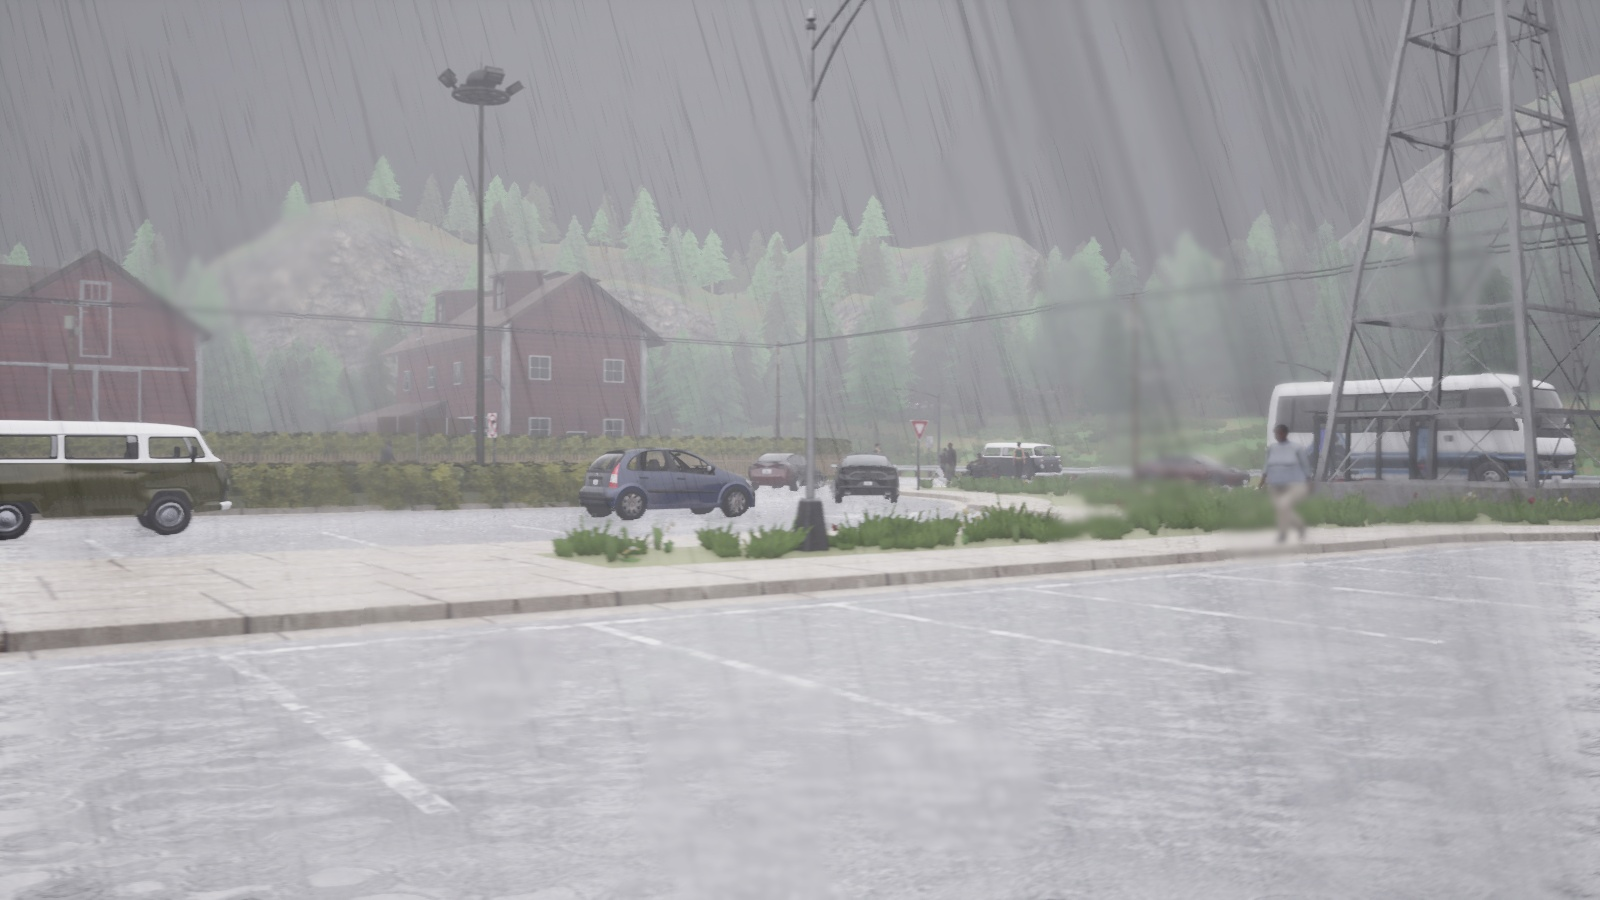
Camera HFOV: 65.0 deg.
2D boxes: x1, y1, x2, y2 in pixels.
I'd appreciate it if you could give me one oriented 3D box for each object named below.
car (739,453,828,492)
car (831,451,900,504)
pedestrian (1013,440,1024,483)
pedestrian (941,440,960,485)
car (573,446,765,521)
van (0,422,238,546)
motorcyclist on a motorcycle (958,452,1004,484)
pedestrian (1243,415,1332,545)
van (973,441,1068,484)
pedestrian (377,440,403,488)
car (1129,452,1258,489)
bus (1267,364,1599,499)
[{"bbox_3d":[-0.583,0.869,50.415,2.163,1.488,4.792,0,0,18],"label":"car"},{"bbox_3d":[1.965,0.814,38.979,1.882,1.535,5.008,0,0,0],"label":"car"},{"bbox_3d":[9.405,0.513,54.034,0.345,1.836,0.594,0,0,25],"label":"pedestrian"},{"bbox_3d":[6.120,0.512,51.041,0.703,1.840,0.431,0,0,-43],"label":"pedestrian"},{"bbox_3d":[-2.979,0.720,28.847,3.988,1.617,1.851,0,0,-35],"label":"car"},{"bbox_3d":[-12.574,0.553,22.239,4.480,2.038,2.069,-1,0,-34],"label":"van"},{"bbox_3d":[8.829,0.858,61.191,2.044,1.523,0.797,0,0,-12],"label":"motorcyclist on a motorcycle"},{"bbox_3d":[7.225,0.431,18.619,0.900,1.855,0.874,0,0,-35],"label":"pedestrian"},{"bbox_3d":[10.872,0.597,62.160,2.069,2.038,4.480,0,0,-34],"label":"van"},{"bbox_3d":[-16.192,0.556,49.553,0.849,1.883,0.563,0,0,-33],"label":"pedestrian"},{"bbox_3d":[16.678,0.840,53.374,2.163,1.488,4.792,0,0,-44],"label":"car"},{"bbox_3d":[22.409,-0.569,44.941,3.944,4.253,10.273,0,0,-34],"label":"bus"}]
